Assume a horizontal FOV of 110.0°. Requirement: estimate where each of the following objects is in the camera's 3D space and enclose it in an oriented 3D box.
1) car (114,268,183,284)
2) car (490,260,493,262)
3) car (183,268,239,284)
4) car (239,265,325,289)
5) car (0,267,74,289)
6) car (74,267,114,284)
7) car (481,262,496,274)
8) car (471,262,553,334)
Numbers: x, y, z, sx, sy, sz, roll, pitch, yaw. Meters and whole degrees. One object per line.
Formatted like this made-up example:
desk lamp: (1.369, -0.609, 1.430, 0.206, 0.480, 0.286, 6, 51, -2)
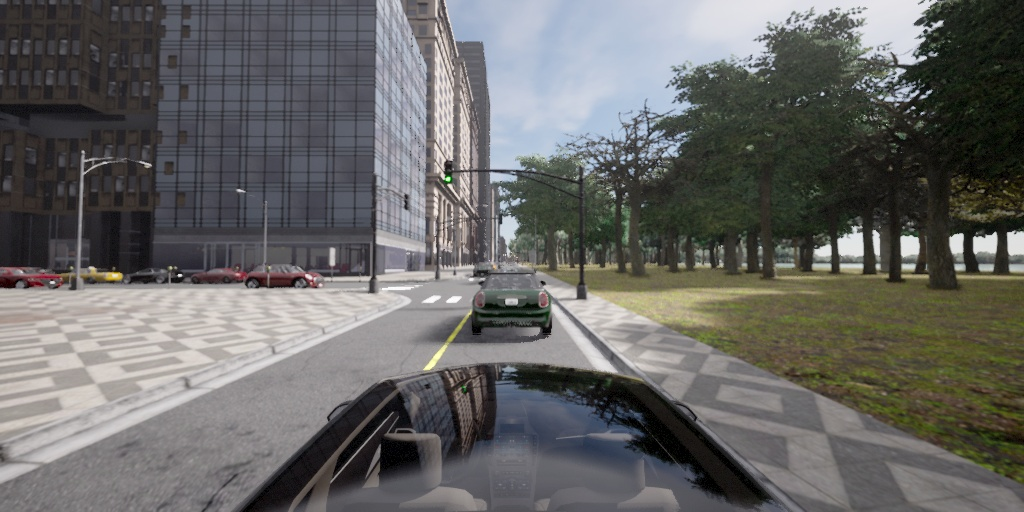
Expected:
car: (-30.045, 1.666, 30.162, 4.313, 1.339, 1.948, 0, 0, 0)
car: (-3.195, 1.434, 40.769, 2.097, 1.767, 4.553, 0, -1, 0)
car: (-24.558, 1.679, 30.183, 4.207, 1.307, 1.802, 0, 0, 0)
car: (-13.587, 1.250, 21.703, 4.097, 1.591, 1.967, 0, 0, -1)
car: (-30.018, 1.365, 21.641, 4.507, 1.381, 1.888, 0, 0, 0)
car: (-35.702, 1.629, 30.141, 4.829, 1.417, 1.751, 0, 0, 0)
car: (-3.208, 1.653, 49.790, 1.882, 1.535, 5.008, 0, -1, 0)
car: (0.010, 1.169, 10.992, 2.097, 1.767, 4.553, 0, -1, 0)
